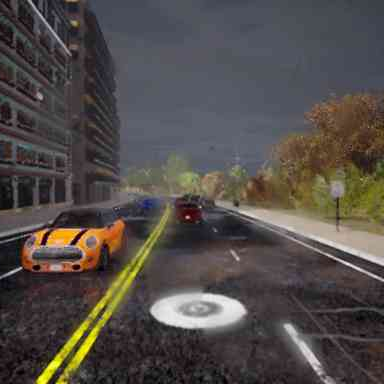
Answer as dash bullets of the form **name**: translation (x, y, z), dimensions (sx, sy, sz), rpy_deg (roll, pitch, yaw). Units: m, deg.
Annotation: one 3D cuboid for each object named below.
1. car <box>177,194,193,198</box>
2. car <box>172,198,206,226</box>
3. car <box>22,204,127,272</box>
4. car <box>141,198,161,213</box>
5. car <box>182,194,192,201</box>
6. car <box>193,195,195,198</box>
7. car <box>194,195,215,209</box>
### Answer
- **car**: translation (-1.256, 1.329, 41.322), dimensions (1.882, 1.535, 5.008), rpy_deg (0, 0, -4)
- **car**: translation (-0.349, 1.399, 22.687), dimensions (1.882, 1.535, 5.008), rpy_deg (0, 0, -2)
- **car**: translation (-3.483, 1.317, 10.665), dimensions (2.097, 1.767, 4.553), rpy_deg (0, 0, -1)
- **car**: translation (-4.356, 1.352, 36.043), dimensions (1.882, 1.535, 5.008), rpy_deg (0, 0, -3)
- **car**: translation (-1.288, 1.199, 77.331), dimensions (1.837, 1.490, 4.892), rpy_deg (0, 0, -7)
- **car**: translation (0.595, 1.253, 59.916), dimensions (1.882, 1.535, 5.008), rpy_deg (0, 1, -5)
- **car**: translation (1.880, 1.332, 43.176), dimensions (2.128, 1.511, 4.902), rpy_deg (0, 0, -4)
